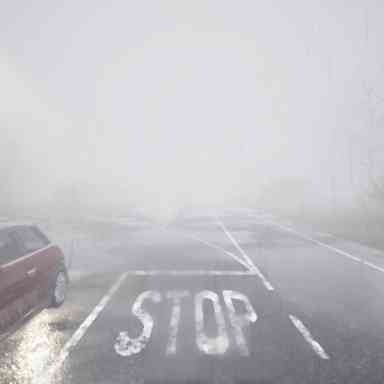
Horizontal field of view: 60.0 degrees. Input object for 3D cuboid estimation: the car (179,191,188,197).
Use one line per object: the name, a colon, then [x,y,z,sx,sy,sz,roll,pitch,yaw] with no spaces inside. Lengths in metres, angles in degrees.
car: [-2.377,0.451,90.047,1.882,1.535,5.008,0,1,7]

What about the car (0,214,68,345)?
car: [-3.502,1.306,4.667,2.097,1.767,4.553,0,1,0]
